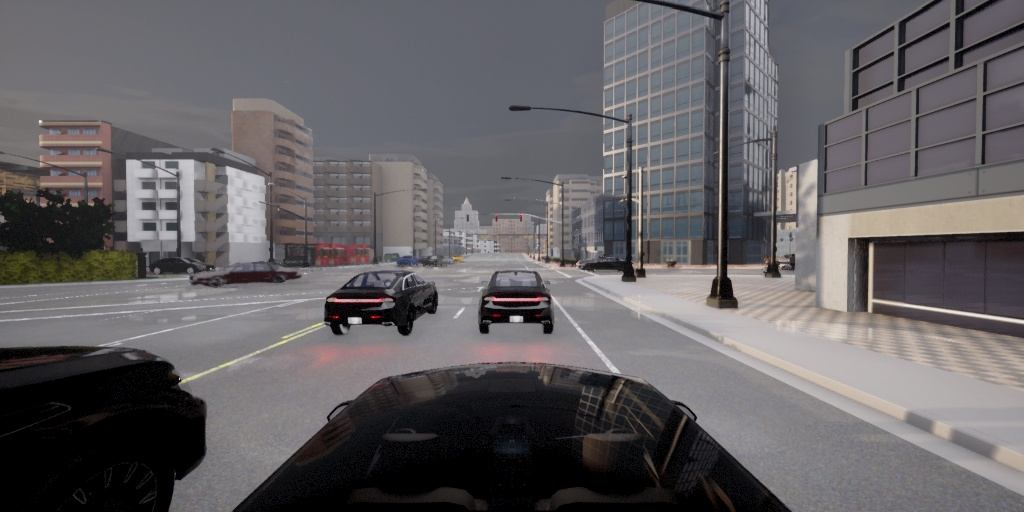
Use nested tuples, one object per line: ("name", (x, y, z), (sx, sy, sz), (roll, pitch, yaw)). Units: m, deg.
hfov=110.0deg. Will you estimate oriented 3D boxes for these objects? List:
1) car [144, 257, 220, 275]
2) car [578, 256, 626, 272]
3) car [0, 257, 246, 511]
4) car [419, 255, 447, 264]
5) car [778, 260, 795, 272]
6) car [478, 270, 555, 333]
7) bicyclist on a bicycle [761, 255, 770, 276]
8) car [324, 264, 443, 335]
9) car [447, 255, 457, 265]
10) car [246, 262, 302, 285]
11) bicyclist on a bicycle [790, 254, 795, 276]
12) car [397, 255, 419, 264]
("car", (-28.710, 0.859, 31.295), (4.892, 1.490, 1.837), (0, 1, 1))
("car", (8.830, 0.775, 34.612), (4.902, 1.511, 2.128), (0, 1, 0))
("car", (-3.402, 0.970, 0.317), (2.150, 2.045, 5.566), (0, 0, 0))
("car", (-10.508, 0.646, 47.878), (1.882, 1.535, 5.008), (0, 0, 0))
("car", (28.216, 0.773, 34.363), (4.902, 1.511, 2.128), (0, 1, 1))
("car", (0.113, 1.153, 10.369), (2.128, 1.511, 4.902), (0, 1, 0))
("bicyclist on a bicycle", (19.195, 0.718, 26.861), (1.656, 1.620, 0.582), (-1, 1, -23))
("car", (-3.390, 1.154, 10.175), (2.128, 1.511, 4.902), (0, 1, 0))
("car", (-10.493, 0.715, 57.221), (1.895, 1.301, 4.718), (0, 0, 0))
("car", (-15.703, 1.064, 21.404), (2.033, 1.411, 5.357), (1, 1, 43))
("bicyclist on a bicycle", (21.136, 0.659, 26.655), (1.656, 1.620, 0.582), (-19, -6, -27))
("car", (-14.002, 0.640, 48.433), (1.882, 1.535, 5.008), (0, 0, 0))
